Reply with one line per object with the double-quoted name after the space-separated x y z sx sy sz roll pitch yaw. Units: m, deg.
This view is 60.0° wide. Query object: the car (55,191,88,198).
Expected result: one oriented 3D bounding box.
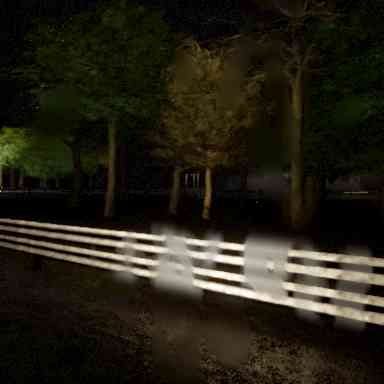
-17.877 0.082 49.370 4.792 1.488 2.163 0 1 -5 "car"
